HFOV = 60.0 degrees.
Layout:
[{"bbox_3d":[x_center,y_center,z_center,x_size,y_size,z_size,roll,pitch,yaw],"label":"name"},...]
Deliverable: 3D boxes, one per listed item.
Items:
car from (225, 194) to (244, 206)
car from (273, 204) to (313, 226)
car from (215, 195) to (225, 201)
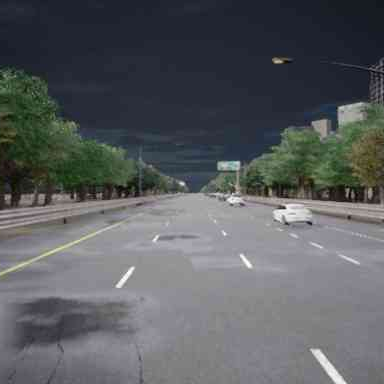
[{"bbox_3d":[7.154,1.262,54.404,2.150,2.045,5.566,0,0,0],"label":"car"},{"bbox_3d":[7.026,1.547,23.446,1.812,1.442,4.674,0,0,0],"label":"car"},{"bbox_3d":[7.353,1.577,81.496,1.812,1.442,4.674,0,0,1],"label":"car"}]
